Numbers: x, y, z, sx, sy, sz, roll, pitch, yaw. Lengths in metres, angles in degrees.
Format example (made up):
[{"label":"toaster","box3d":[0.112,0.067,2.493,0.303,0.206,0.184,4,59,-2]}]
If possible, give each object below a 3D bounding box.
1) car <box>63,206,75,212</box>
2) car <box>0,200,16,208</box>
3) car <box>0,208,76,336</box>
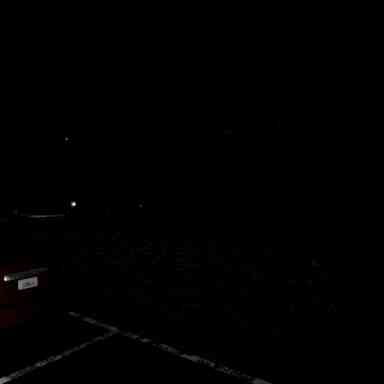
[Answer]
[{"label":"car","box3d":[-12.163,1.838,37.951,1.895,1.301,4.718,-1,-1,36]},{"label":"car","box3d":[-18.239,1.503,29.766,2.097,1.767,4.553,-1,-1,37]},{"label":"car","box3d":[-4.142,1.316,5.907,5.009,1.841,2.192,0,-1,36]}]
